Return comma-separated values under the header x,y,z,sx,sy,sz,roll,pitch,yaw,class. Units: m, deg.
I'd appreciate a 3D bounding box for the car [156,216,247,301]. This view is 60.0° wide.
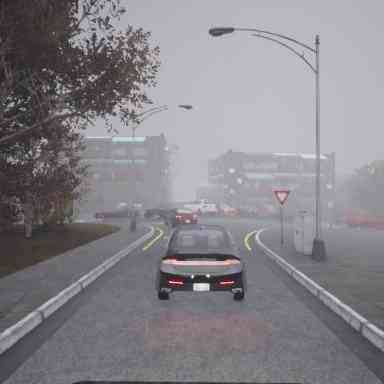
x,y,z,sx,sy,sz,roll,pitch,yaw,class
0.215,1.582,8.551,2.128,1.511,4.902,0,-1,1,car

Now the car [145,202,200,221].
x,y,z,sx,sy,sz,roll,pitch,yaw,class
-2.073,2.011,32.613,5.008,1.535,1.882,0,0,-3,car

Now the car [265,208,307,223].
x,y,z,sx,sy,sz,roll,pitch,yaw,class
12.535,3.160,44.618,1.946,1.575,5.366,6,-3,-31,car

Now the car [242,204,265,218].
x,y,z,sx,sy,sz,roll,pitch,yaw,class
6.734,2.471,43.221,2.185,1.767,4.553,6,-3,-32,car

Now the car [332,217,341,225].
x,y,z,sx,sy,sz,roll,pitch,yaw,class
21.473,4.049,46.207,2.002,1.452,4.674,6,-3,-31,car

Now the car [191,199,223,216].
x,y,z,sx,sy,sz,roll,pitch,yaw,class
0.907,1.943,41.995,2.435,2.045,5.566,1,-2,-31,car

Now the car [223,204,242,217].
x,y,z,sx,sy,sz,roll,pitch,yaw,class
3.773,2.227,42.653,2.185,1.767,4.553,4,-3,-32,car

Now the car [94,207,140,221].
x,y,z,sx,sy,sz,roll,pitch,yaw,class
-8.070,2.339,35.823,4.718,1.301,1.895,-2,-1,-2,car

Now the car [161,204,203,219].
x,y,z,sx,sy,sz,roll,pitch,yaw,class
-0.917,1.941,25.824,1.812,1.442,4.674,0,-1,-15,car

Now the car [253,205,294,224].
x,y,z,sx,sy,sz,roll,pitch,yaw,class
10.086,2.761,38.584,4.892,1.490,1.837,6,-2,-12,car

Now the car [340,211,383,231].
x,y,z,sx,sy,sz,roll,pitch,yaw,class
19.795,3.273,36.582,5.566,2.045,2.150,6,-2,-11,car
